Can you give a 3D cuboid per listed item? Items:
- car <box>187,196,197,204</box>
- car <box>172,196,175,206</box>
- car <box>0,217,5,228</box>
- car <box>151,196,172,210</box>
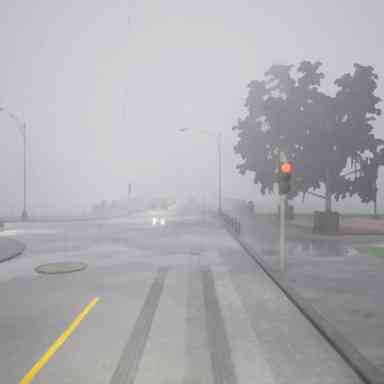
[{"bbox_3d":[0.054,1.530,61.659,2.033,1.411,5.357,0,0,0],"label":"car"},{"bbox_3d":[-4.048,1.463,51.771,1.882,1.535,5.008,0,0,0],"label":"car"},{"bbox_3d":[-12.893,1.559,18.607,4.181,1.385,1.994,0,0,0],"label":"car"},{"bbox_3d":[-4.063,1.480,42.224,2.128,1.511,4.902,0,0,0],"label":"car"}]
